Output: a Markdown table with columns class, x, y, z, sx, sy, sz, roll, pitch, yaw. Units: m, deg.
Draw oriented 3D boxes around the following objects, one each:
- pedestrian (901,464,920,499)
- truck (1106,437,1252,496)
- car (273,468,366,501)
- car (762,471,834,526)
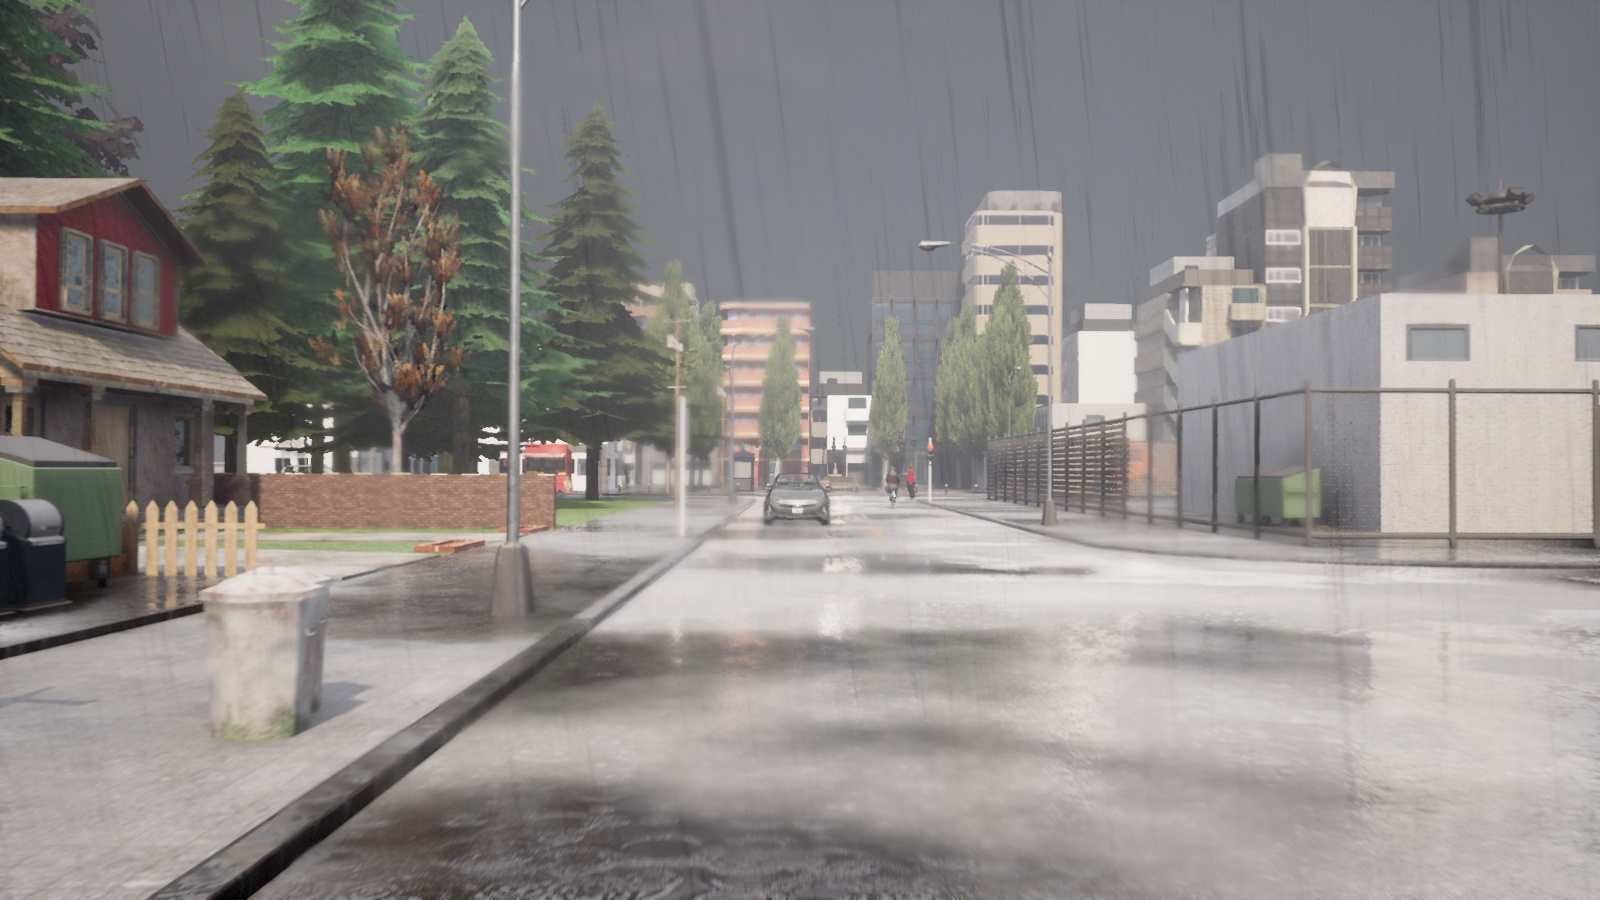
| class | x | y | z | sx | sy | sz | roll | pitch | yaw |
| --- | --- | --- | --- | --- | --- | --- | --- | --- | --- |
| pedestrian | 5.837 | 1.669 | 66.231 | 0.899 | 1.844 | 0.634 | 0 | -1 | -2 |
| truck | 22.900 | 1.017 | 76.212 | 7.936 | 3.462 | 2.891 | 0 | -1 | 0 |
| car | -27.541 | 1.948 | 72.063 | 4.605 | 1.855 | 1.932 | 0 | -1 | 0 |
| car | -0.079 | 1.386 | 37.277 | 2.007 | 1.525 | 4.514 | 0 | -1 | -1 |
